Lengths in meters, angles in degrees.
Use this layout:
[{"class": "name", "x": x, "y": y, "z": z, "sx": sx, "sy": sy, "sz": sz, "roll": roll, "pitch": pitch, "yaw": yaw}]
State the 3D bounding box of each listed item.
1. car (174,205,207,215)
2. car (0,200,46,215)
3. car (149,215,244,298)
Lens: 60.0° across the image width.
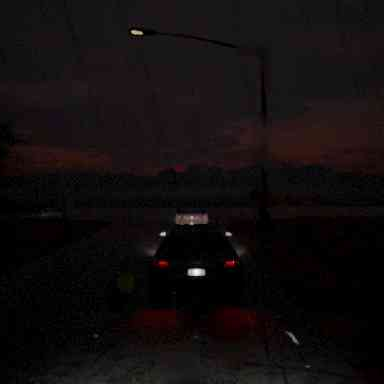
[{"class": "car", "x": -0.177, "y": 1.455, "z": 20.829, "sx": 1.895, "sy": 1.301, "sz": 4.718, "roll": 0, "pitch": 0, "yaw": -4}, {"class": "car", "x": -17.400, "y": 1.511, "z": 32.851, "sx": 5.357, "sy": 1.411, "sz": 2.033, "roll": 0, "pitch": 3, "yaw": 3}, {"class": "car", "x": 0.098, "y": 1.504, "z": 8.406, "sx": 1.994, "sy": 1.385, "sz": 4.181, "roll": 0, "pitch": 0, "yaw": 0}]
